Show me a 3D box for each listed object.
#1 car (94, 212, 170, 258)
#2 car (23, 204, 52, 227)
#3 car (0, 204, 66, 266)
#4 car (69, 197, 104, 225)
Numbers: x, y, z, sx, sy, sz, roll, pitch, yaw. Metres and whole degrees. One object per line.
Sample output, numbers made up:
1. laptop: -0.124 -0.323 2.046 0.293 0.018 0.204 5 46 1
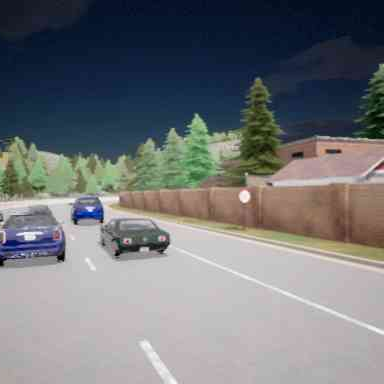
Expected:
1. car: -2.502 1.671 13.303 1.895 1.301 4.718 -1 0 -24
2. car: -12.087 1.749 26.155 1.837 1.490 4.892 -1 0 -24
3. car: -5.910 1.467 12.350 2.097 1.767 4.553 -1 0 -24
4. car: -8.441 1.416 26.545 2.150 2.045 5.566 -1 0 -24
